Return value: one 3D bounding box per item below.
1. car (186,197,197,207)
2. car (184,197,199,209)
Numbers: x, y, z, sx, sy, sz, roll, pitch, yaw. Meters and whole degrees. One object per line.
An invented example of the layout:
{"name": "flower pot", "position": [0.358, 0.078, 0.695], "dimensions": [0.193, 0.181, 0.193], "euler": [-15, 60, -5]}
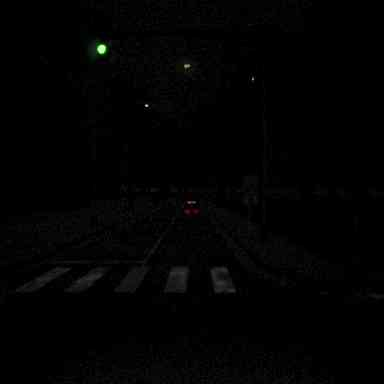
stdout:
{"name": "car", "position": [-0.067, 1.608, 56.665], "dimensions": [1.882, 1.535, 5.008], "euler": [0, 0, 0]}
{"name": "car", "position": [-0.035, 1.598, 46.246], "dimensions": [2.128, 1.511, 4.902], "euler": [0, 0, 0]}
